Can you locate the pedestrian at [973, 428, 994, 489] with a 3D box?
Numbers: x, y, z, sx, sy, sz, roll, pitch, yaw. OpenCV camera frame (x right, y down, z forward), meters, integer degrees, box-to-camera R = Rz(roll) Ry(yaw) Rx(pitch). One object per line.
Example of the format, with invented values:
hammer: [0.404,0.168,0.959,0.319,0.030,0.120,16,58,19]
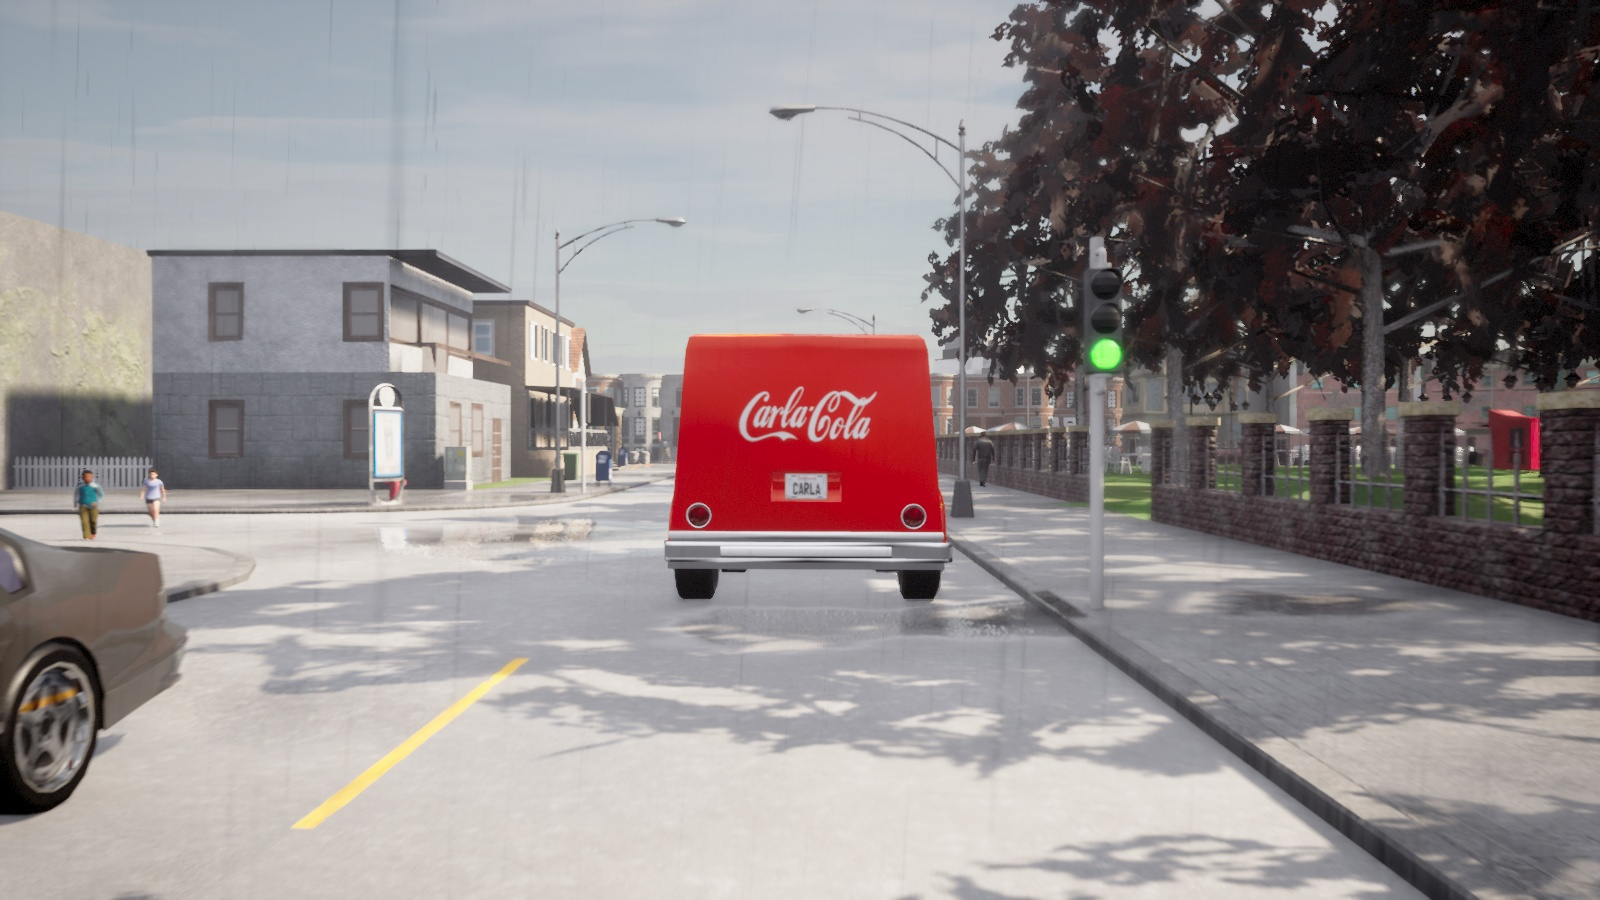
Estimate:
pedestrian: [5.776,0.257,39.544,0.563,1.883,0.849,0,0,1]

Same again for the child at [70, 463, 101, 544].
child: [-10.759,0.797,18.914,0.343,1.192,0.448,0,0,-22]

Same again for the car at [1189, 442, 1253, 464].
car: [30.022,0.206,89.672,3.988,1.617,1.851,0,0,1]

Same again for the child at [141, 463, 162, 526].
child: [-11.582,0.790,22.440,0.255,1.110,0.394,0,0,-16]

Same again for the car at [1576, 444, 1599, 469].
car: [50.015,0.402,77.641,1.845,1.501,3.633,0,0,0]

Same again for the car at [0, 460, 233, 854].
car: [-3.945,0.771,3.725,2.033,1.411,5.357,0,0,1]

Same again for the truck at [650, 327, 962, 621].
truck: [0.098,0.191,13.203,2.627,2.467,5.204,0,0,1]
